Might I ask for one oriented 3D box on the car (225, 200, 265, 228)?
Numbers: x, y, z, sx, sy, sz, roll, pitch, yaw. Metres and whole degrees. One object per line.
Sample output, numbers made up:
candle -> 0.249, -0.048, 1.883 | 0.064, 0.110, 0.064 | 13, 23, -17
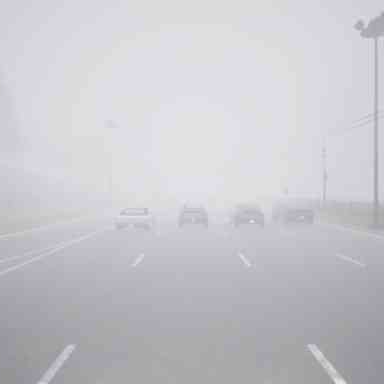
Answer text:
car -> 3.591, 1.504, 22.351 | 1.837, 1.490, 4.892 | 0, 0, 0

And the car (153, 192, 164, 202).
car -> -7.026, 1.071, 68.864 | 2.150, 2.045, 5.566 | 0, 0, 0

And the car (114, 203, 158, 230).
car -> -3.409, 1.600, 20.788 | 1.895, 1.301, 4.718 | 0, 0, 0

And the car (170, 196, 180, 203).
car -> -3.526, 1.480, 68.835 | 1.895, 1.301, 4.718 | 0, 0, 0

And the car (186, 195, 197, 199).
car -> -0.023, 1.525, 58.803 | 1.812, 1.442, 4.674 | 0, 0, 0

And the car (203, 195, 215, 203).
car -> 3.474, 1.410, 68.808 | 2.128, 1.511, 4.902 | 0, 0, 0

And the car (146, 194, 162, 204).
car -> -7.023, 1.563, 58.830 | 1.994, 1.385, 4.181 | 0, 0, 0

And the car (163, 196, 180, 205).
car -> -3.522, 1.504, 58.385 | 1.837, 1.490, 4.892 | 0, 0, 0

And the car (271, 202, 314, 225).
car -> 7.091, 1.477, 23.872 | 1.882, 1.535, 5.008 | 0, 0, 0

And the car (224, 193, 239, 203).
car -> 6.978, 1.221, 58.419 | 2.150, 2.045, 5.566 | 0, 0, 0

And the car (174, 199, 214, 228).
car -> 0.090, 1.491, 22.268 | 2.128, 1.511, 4.902 | 0, 0, 0

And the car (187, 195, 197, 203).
car -> -0.026, 1.363, 68.806 | 1.882, 1.535, 5.008 | 0, 0, 0

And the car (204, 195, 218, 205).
car -> 3.477, 1.563, 58.805 | 1.994, 1.385, 4.181 | 0, 0, 0
